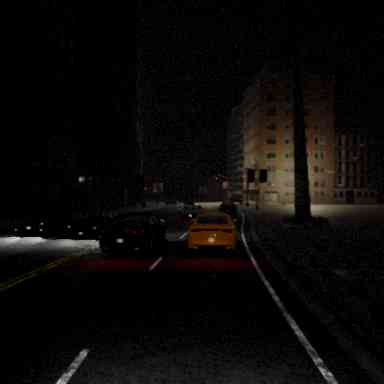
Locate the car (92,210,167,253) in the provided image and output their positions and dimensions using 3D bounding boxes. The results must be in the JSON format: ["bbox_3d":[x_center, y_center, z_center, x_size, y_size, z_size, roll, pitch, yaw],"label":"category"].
[{"bbox_3d":[-2.335,1.608,14.339,1.882,1.535,5.008,0,-1,5],"label":"car"}]

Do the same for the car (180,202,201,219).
[{"bbox_3d":[0.182,1.907,32.714,1.895,1.301,4.718,0,-1,9],"label":"car"}]

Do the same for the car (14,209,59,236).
[{"bbox_3d":[-8.496,1.728,19.710,1.994,1.385,4.181,0,-1,7],"label":"car"}]

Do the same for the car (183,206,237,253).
[{"bbox_3d":[0.947,1.617,14.530,1.882,1.535,5.008,0,-1,5],"label":"car"}]

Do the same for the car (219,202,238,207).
[{"bbox_3d":[3.863,1.819,35.563,1.882,1.535,5.008,0,-1,8],"label":"car"}]

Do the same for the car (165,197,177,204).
[{"bbox_3d":[-3.748,1.522,60.155,2.097,1.767,4.553,0,-1,2],"label":"car"}]

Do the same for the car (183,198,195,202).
[{"bbox_3d":[-0.502,1.688,59.990,1.882,1.535,5.008,0,-1,2],"label":"car"}]

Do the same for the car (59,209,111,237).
[{"bbox_3d":[-5.294,1.717,19.384,2.033,1.411,5.357,0,-1,7],"label":"car"}]
